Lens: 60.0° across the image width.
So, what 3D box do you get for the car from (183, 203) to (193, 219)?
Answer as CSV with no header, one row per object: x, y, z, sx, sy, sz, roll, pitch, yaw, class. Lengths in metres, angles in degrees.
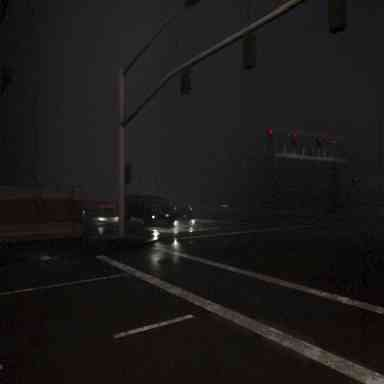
-1.867,1.352,28.620,2.097,1.767,4.553,0,0,-36,car

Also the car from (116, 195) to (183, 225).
-3.282,1.222,24.587,2.150,2.045,5.566,0,0,-36,car

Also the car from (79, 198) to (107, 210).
-13.315,1.547,44.569,2.033,1.411,5.357,0,0,-36,car

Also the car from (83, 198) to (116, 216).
-9.045,1.478,32.612,1.882,1.535,5.008,0,0,-36,car

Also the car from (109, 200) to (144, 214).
-7.111,1.601,35.918,1.895,1.301,4.718,0,0,-36,car
